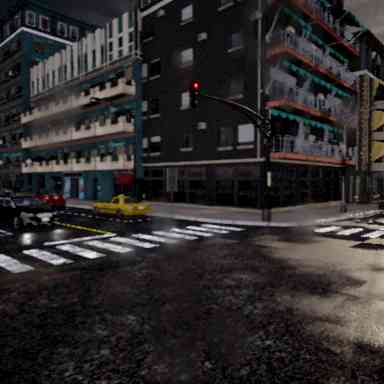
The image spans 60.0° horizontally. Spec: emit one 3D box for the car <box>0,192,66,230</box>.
[{"bbox_3d":[-8.677,0.959,17.019,4.902,1.511,2.128,2,3,40],"label":"car"}]

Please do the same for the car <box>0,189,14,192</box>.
[{"bbox_3d":[-20.628,0.341,36.324,4.403,1.369,2.008,2,3,43],"label":"car"}]

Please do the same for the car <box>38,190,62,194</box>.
[{"bbox_3d":[-12.580,0.494,28.725,4.097,1.590,1.967,2,3,43],"label":"car"}]

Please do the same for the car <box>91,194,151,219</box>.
[{"bbox_3d":[-4.656,0.840,21.251,4.829,1.417,1.752,2,3,43],"label":"car"}]
